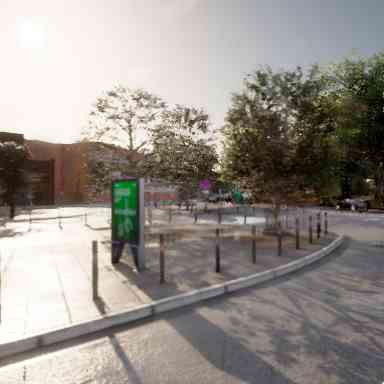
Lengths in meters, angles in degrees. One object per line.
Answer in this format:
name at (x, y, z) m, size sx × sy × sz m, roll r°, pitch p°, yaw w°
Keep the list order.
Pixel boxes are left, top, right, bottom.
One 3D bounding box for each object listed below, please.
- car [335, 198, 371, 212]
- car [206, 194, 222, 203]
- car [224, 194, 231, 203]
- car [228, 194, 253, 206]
car at (19.066, 1.513, 39.650) m, size 2.128 × 1.511 × 4.902 m, roll 0°, pitch 0°, yaw -10°
car at (4.934, 1.800, 74.566) m, size 2.033 × 1.411 × 5.357 m, roll 0°, pitch 0°, yaw 10°
car at (9.774, 1.536, 79.964) m, size 2.150 × 2.045 × 5.566 m, roll 0°, pitch 0°, yaw 16°
car at (8.788, 1.617, 58.198) m, size 1.837 × 1.490 × 4.892 m, roll 0°, pitch 0°, yaw -22°
